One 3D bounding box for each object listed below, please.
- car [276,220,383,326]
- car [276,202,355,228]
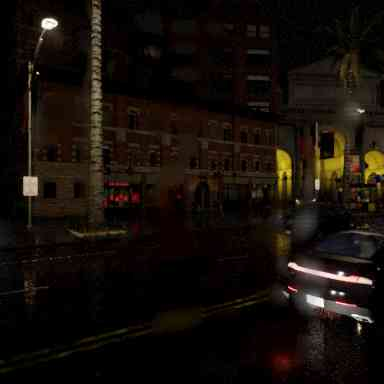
[{"bbox_3d":[3.911,1.492,6.610,4.902,1.511,2.128,0,0,-35],"label":"car"},{"bbox_3d":[6.424,1.352,17.220,4.553,1.767,2.097,0,0,-36],"label":"car"}]
